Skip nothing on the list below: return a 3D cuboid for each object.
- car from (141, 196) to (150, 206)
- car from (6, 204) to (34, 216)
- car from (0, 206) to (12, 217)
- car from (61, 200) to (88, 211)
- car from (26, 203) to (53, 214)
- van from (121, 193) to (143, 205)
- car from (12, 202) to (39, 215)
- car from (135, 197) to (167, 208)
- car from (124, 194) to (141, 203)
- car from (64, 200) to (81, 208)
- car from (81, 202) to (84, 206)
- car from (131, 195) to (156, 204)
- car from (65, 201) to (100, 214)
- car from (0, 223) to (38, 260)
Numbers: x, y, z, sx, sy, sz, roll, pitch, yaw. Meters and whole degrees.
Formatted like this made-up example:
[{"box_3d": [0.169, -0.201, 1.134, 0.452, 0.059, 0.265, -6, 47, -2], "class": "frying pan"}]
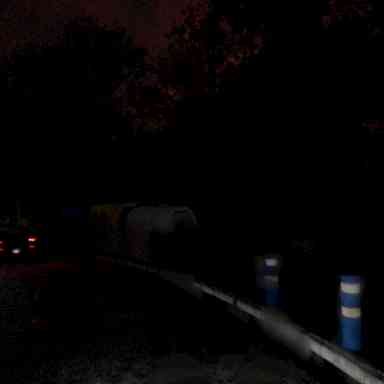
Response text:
[{"box_3d": [-8.035, 1.665, 47.393, 2.163, 1.488, 4.792, -4, 1, -45], "class": "car"}, {"box_3d": [-25.174, 2.615, 48.596, 1.946, 1.575, 5.366, -4, 1, -45], "class": "car"}, {"box_3d": [-27.271, 2.804, 46.738, 2.163, 1.488, 4.792, -4, 1, -45], "class": "car"}, {"box_3d": [-19.359, 2.207, 54.659, 2.163, 1.488, 4.792, -4, 1, -45], "class": "car"}, {"box_3d": [-23.322, 2.473, 50.700, 2.097, 1.535, 5.008, -4, 1, -45], "class": "car"}, {"box_3d": [-11.317, 1.373, 62.433, 1.878, 1.987, 4.442, -4, 1, -45], "class": "van"}, {"box_3d": [-17.881, 2.118, 37.730, 2.435, 2.045, 5.566, -4, 1, -45], "class": "car"}, {"box_3d": [-6.100, 1.524, 49.392, 2.163, 1.488, 4.792, -4, 1, -45], "class": "car"}, {"box_3d": [-10.066, 1.530, 45.473, 2.435, 2.045, 5.566, -4, 1, -45], "class": "car"}, {"box_3d": [-15.993, 1.974, 39.601, 2.435, 2.045, 5.566, -4, 1, -45], "class": "car"}, {"box_3d": [-13.895, 2.108, 41.631, 2.002, 1.452, 4.674, -4, 1, -45], "class": "car"}, {"box_3d": [-9.401, 1.460, 64.492, 2.231, 1.521, 4.892, -4, 1, -45], "class": "car"}, {"box_3d": [-15.495, 2.158, 47.055, 4.181, 1.385, 1.994, -4, 1, -45], "class": "car"}, {"box_3d": [-7.606, 1.947, 13.169, 1.812, 1.442, 4.674, 0, -3, -43], "class": "car"}]
